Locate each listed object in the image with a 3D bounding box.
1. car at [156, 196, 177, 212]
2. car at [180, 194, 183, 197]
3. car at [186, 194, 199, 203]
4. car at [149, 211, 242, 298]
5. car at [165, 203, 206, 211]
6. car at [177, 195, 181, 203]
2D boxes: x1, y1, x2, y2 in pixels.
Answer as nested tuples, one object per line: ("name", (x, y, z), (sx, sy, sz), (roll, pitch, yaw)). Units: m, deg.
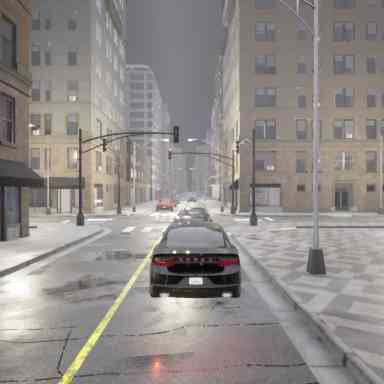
("car", (-3.142, 1.475, 39.736), (1.882, 1.535, 5.008), (0, 0, -1))
("car", (-3.134, 1.502, 59.642), (1.837, 1.490, 4.892), (0, 0, 0))
("car", (-0.007, 1.597, 70.776), (1.895, 1.301, 4.718), (0, 0, 0))
("car", (0.066, 1.477, 8.556), (1.882, 1.535, 5.008), (0, 0, 0))
("car", (0.088, 1.546, 18.366), (2.033, 1.411, 5.357), (0, 0, 6))
("car", (-3.121, 1.544, 49.468), (2.033, 1.411, 5.357), (0, 0, 0))
